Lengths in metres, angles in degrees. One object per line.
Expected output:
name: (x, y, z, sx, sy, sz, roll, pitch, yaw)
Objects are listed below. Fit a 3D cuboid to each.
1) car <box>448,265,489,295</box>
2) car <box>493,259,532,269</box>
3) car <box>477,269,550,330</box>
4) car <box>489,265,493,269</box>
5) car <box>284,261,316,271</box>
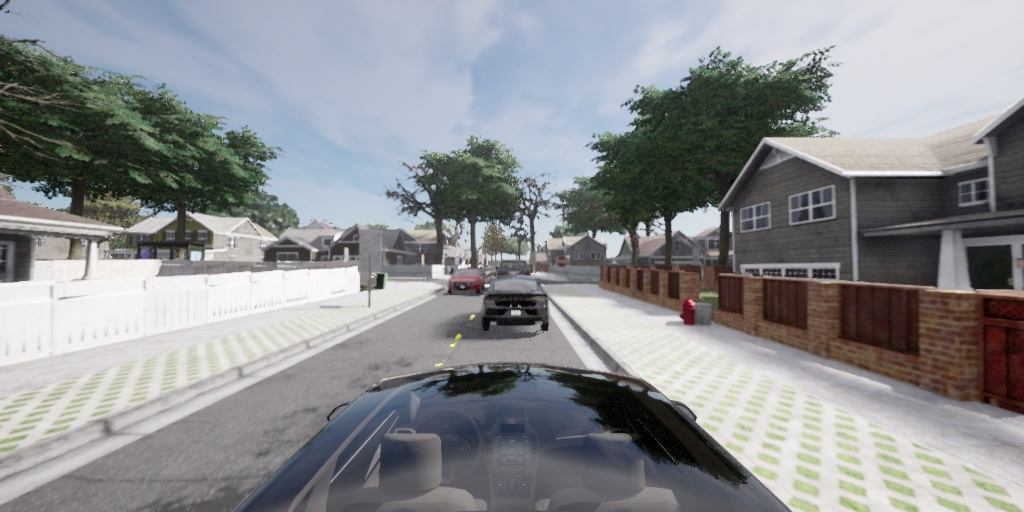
car: (-2.745, 1.487, 22.421, 1.882, 1.535, 5.008, 0, -1, 0)
car: (0.106, 1.244, 23.283, 2.150, 2.045, 5.566, 0, -1, 0)
car: (0.103, 1.342, 11.652, 1.882, 1.535, 5.008, 0, -1, 0)
car: (-2.831, 1.880, 45.414, 2.128, 1.511, 4.902, 0, -1, 0)
car: (-16.794, 1.220, 30.310, 4.553, 1.767, 2.097, 1, -2, -1)
